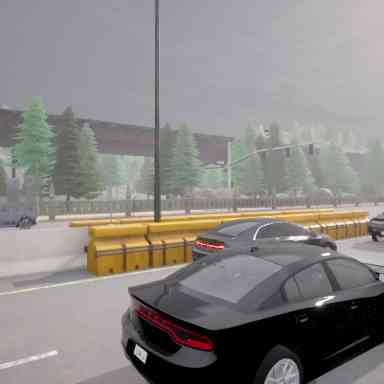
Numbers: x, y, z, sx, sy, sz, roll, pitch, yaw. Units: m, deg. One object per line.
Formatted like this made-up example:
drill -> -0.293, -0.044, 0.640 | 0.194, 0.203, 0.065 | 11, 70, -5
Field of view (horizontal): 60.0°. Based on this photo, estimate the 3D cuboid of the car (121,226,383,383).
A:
car -> 1.494, 1.478, 4.812 | 5.008, 1.535, 1.882 | 0, 0, -36

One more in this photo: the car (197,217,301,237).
car -> 2.263, 1.505, 9.663 | 4.892, 1.490, 1.837 | 0, 0, -35

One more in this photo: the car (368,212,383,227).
car -> 9.931, 1.491, 15.135 | 4.902, 1.511, 2.128 | 0, 0, -36
